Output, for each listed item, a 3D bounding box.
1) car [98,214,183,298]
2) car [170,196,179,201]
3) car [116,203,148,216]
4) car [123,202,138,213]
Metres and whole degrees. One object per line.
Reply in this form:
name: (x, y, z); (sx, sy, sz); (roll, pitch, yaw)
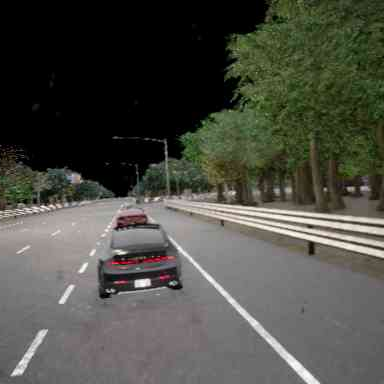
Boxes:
car: (-1.453, 1.600, 9.014); (1.837, 1.490, 4.892); (-4, 0, -11)
car: (-5.032, 1.840, 90.203); (1.837, 1.490, 4.892); (-4, 0, 21)
car: (-3.865, 1.747, 21.605); (1.882, 1.535, 5.008); (-4, 0, -11)
car: (-8.804, 2.175, 47.896); (1.895, 1.301, 4.718); (-4, 0, -9)
